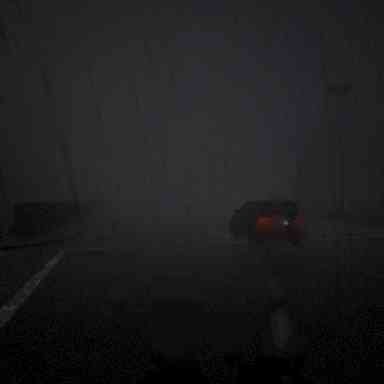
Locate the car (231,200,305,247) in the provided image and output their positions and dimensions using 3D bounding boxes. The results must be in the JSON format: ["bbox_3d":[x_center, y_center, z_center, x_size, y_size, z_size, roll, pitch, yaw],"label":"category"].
[{"bbox_3d":[3.494,1.427,16.345,2.150,2.045,5.566,-1,-1,-7],"label":"car"}]

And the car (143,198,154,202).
[{"bbox_3d":[-9.037,2.503,70.288,2.150,2.045,5.566,-1,-1,-10],"label":"car"}]

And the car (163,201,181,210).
[{"bbox_3d":[-3.697,2.503,60.275,1.882,1.535,5.008,-1,-1,-10],"label":"car"}]

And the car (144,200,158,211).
[{"bbox_3d":[-7.242,2.635,60.266,2.033,1.411,5.357,-1,-1,-10],"label":"car"}]

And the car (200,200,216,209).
[{"bbox_3d":[3.028,2.285,61.926,2.097,1.767,4.553,-1,-1,-10],"label":"car"}]

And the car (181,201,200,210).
[{"bbox_3d":[-0.399,2.492,61.504,1.837,1.490,4.892,-1,-1,-10],"label":"car"}]

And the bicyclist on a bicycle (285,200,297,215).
[{"bbox_3d":[11.198,1.706,37.590,1.656,1.620,0.582,-1,-1,-44],"label":"bicyclist on a bicycle"}]

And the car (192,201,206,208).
[{"bbox_3d":[1.495,2.643,70.999,2.033,1.411,5.357,-1,-1,-10],"label":"car"}]

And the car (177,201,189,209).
[{"bbox_3d":[-1.957,2.655,70.418,1.837,1.490,4.892,-1,-1,-10],"label":"car"}]

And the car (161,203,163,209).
[{"bbox_3d":[-5.383,2.682,69.689,1.882,1.535,5.008,-1,-1,-10],"label":"car"}]

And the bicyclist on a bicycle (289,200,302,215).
[{"bbox_3d":[10.027,1.802,32.719,1.656,1.620,0.582,-1,-1,2],"label":"bicyclist on a bicycle"}]

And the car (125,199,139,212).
[{"bbox_3d":[-10.055,2.286,55.860,2.150,2.045,5.566,-1,-1,-9],"label":"car"}]
